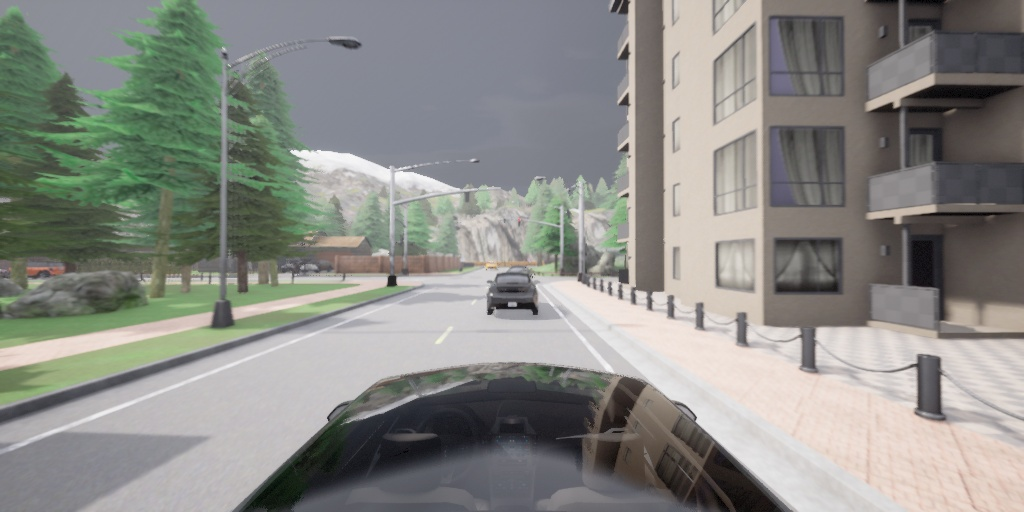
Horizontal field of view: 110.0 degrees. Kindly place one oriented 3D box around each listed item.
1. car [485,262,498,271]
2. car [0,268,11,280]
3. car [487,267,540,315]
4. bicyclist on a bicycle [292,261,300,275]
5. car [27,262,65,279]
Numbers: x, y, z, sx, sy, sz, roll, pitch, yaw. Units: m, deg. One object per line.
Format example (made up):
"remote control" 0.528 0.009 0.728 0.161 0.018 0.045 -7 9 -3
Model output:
"car" -3.537 1.742 62.437 1.882 1.535 5.008 0 0 1
"car" -48.100 1.524 32.585 4.674 1.442 1.812 0 0 -4
"car" 0.041 1.362 14.239 1.837 1.490 4.892 0 0 1
"bicyclist on a bicycle" -24.557 1.348 40.771 0.582 1.620 1.656 0 -1 -1
"car" -47.819 1.383 36.206 4.553 1.767 2.097 0 -1 -4
